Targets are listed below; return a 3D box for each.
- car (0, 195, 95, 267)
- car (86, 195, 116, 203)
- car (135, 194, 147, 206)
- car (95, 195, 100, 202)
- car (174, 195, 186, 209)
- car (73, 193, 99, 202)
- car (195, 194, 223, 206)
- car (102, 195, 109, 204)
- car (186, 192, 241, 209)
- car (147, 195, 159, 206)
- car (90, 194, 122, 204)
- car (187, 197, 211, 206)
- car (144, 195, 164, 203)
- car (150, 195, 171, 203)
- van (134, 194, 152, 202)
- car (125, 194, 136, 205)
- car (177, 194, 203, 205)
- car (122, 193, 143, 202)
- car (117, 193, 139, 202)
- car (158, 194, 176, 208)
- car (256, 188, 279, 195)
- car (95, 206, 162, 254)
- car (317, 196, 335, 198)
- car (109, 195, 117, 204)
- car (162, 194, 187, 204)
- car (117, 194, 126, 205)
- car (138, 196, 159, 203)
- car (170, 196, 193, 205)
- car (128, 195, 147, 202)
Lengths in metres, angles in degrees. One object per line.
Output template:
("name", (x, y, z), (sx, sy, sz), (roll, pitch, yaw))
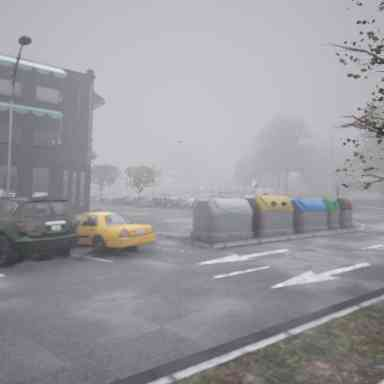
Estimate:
("car", (-6.265, 1.211, 11.484), (5.566, 2.045, 2.435), (-1, -1, 35))
("car", (-16.319, 1.252, 59.946), (2.163, 1.488, 4.792), (0, -1, 35))
("car", (-4.381, 1.218, 43.086), (1.946, 1.575, 5.366), (0, -1, 35))
("car", (-12.945, 1.221, 55.069), (2.097, 1.535, 5.008), (1, -1, 35))
("car", (0.596, 1.256, 35.650), (2.002, 1.452, 4.674), (1, -1, 35))
("car", (-21.422, 1.097, 67.178), (2.185, 1.767, 4.553), (0, -1, 35))
("car", (3.204, 1.550, 61.593), (2.435, 2.045, 5.566), (1, -2, 35))
("car", (-11.350, 1.214, 52.484), (1.946, 1.575, 5.366), (1, -1, 35))
("car", (2.285, 0.964, 33.200), (2.435, 2.045, 5.566), (1, -1, 35))
("car", (-2.806, 1.091, 40.481), (2.185, 1.767, 4.553), (0, -1, 35))
("car", (-14.734, 1.215, 57.338), (1.946, 1.575, 5.366), (1, -1, 35))
("car", (1.430, 1.801, 64.039), (2.231, 1.521, 4.892), (1, -2, 35))
("car", (-8.953, 1.676, 78.895), (2.185, 1.767, 4.553), (1, -2, 35))
("car", (-7.213, 1.676, 76.415), (2.185, 1.767, 4.553), (1, -2, 35))
("van", (-12.312, 1.583, 83.975), (1.878, 1.987, 4.442), (1, -2, 35))
("car", (-6.171, 1.220, 45.352), (2.231, 1.521, 4.892), (0, -1, 35))
("car", (-0.295, 1.548, 66.501), (2.435, 2.045, 5.566), (1, -2, 35))
("car", (-15.838, 1.551, 88.808), (2.435, 2.045, 5.566), (1, -2, 35))
("car", (-17.555, 1.552, 91.341), (2.435, 2.045, 5.566), (1, -2, 35))
("car", (-1.100, 1.218, 38.074), (2.231, 1.521, 4.892), (0, -1, 35))
("car", (13.302, 0.032, 59.238), (1.812, 1.442, 4.674), (2, 3, -34))
("car", (-3.929, 1.458, 13.328), (5.366, 1.575, 1.946), (-1, 0, 35))
("car", (17.024, 1.545, 41.764), (2.435, 2.045, 5.566), (1, -2, 35))
("car", (-9.551, 1.220, 50.207), (2.097, 1.535, 5.008), (0, -1, 35))
("car", (-3.715, 1.552, 71.508), (2.435, 2.045, 5.566), (1, -2, 35))
("car", (-7.877, 1.248, 47.758), (2.163, 1.488, 4.792), (1, -1, 35))
("car", (-10.648, 1.805, 81.395), (2.231, 1.521, 4.892), (1, -2, 35))
("car", (-2.116, 1.790, 68.844), (1.946, 1.575, 5.366), (1, -2, 35))
("car", (-14.083, 1.679, 86.376), (2.185, 1.767, 4.553), (1, -2, 35))
